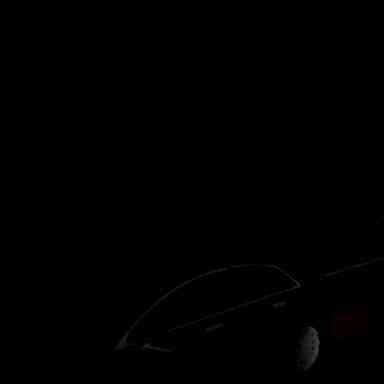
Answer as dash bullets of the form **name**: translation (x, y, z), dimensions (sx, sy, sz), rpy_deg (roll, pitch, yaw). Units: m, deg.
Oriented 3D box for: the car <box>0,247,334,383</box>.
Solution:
- **car**: translation (-0.256, 1.513, 3.935), dimensions (4.892, 1.490, 1.837), rpy_deg (0, 0, -37)
